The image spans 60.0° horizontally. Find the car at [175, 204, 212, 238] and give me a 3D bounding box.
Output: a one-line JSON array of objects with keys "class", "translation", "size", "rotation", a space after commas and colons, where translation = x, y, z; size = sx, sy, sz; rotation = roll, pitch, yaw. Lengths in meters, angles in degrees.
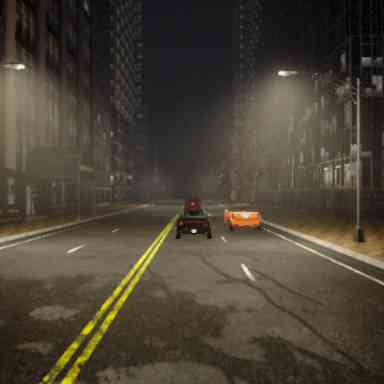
[{"class": "car", "translation": [0.097, 1.697, 19.033], "size": [1.837, 1.490, 4.892], "rotation": [0, 0, 0]}]

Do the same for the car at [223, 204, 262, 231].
[{"class": "car", "translation": [3.346, 1.578, 22.769], "size": [2.097, 1.767, 4.553], "rotation": [0, -1, 0]}]

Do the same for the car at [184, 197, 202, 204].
[{"class": "car", "translation": [0.095, 1.659, 45.019], "size": [2.150, 2.045, 5.566], "rotation": [0, 0, 0]}]
